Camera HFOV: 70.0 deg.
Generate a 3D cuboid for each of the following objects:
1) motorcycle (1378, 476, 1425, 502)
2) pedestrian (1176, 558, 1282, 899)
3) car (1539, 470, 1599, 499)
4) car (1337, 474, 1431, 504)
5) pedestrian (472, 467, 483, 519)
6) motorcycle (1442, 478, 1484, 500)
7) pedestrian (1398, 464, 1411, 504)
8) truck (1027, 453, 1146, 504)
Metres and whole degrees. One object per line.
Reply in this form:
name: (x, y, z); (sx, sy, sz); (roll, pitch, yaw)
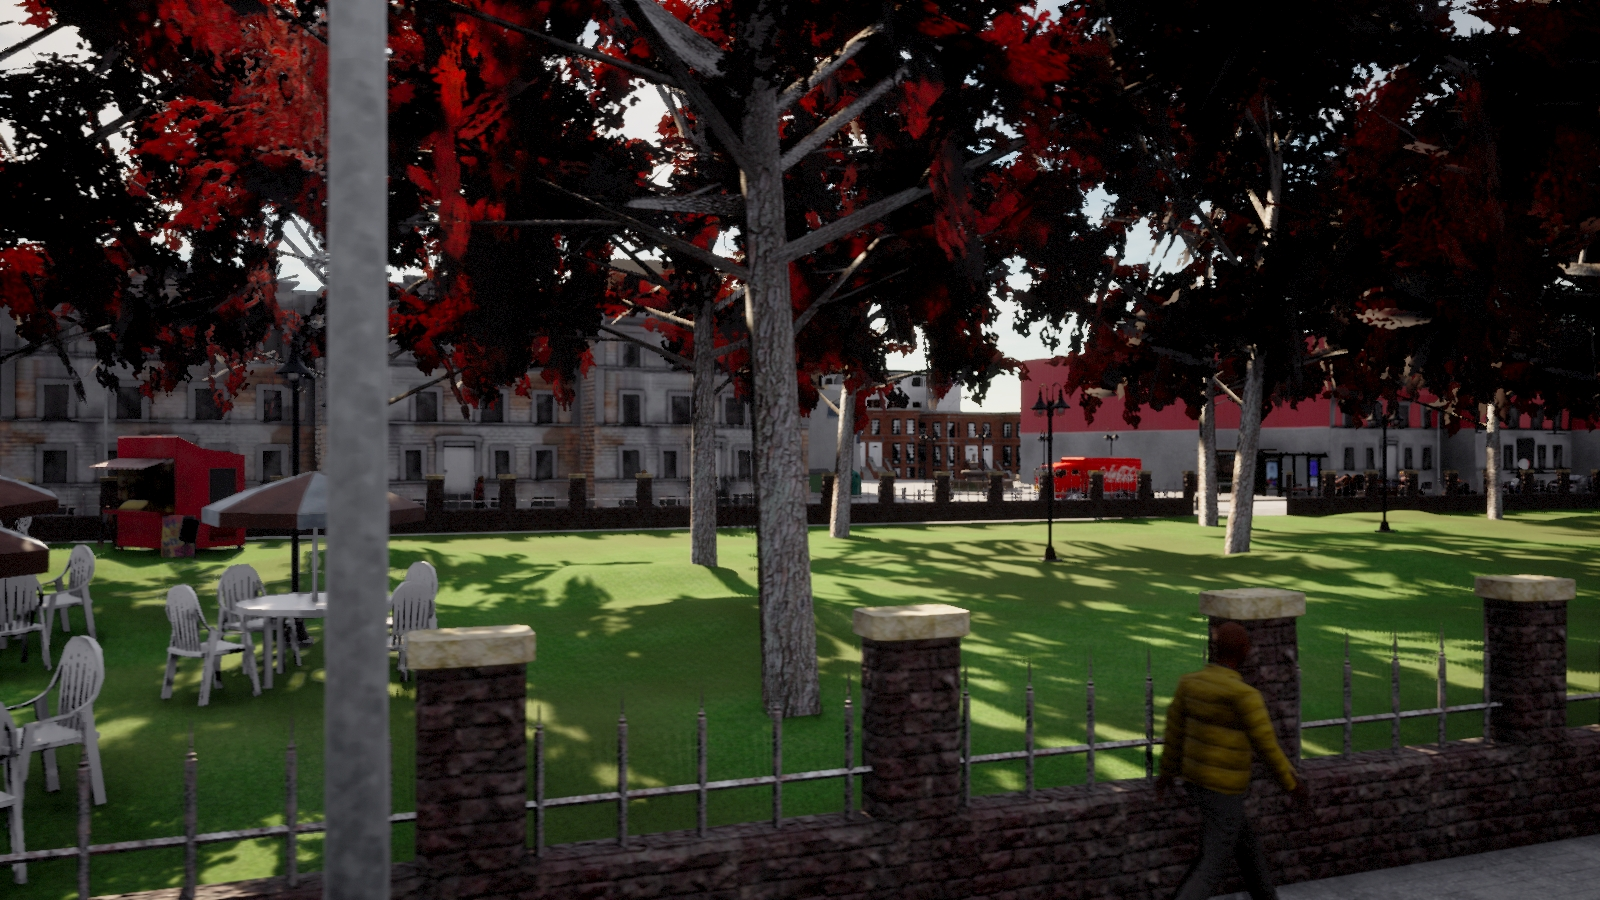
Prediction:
motorcycle: (31.139, 2.010, 59.121); (2.356, 1.277, 0.764); (0, 0, -20)
pedestrian: (2.290, 1.531, 6.115); (0.375, 1.860, 0.375); (0, 0, -20)
car: (44.048, 1.905, 63.796); (4.902, 1.511, 2.128); (0, 0, -20)
car: (29.984, 1.970, 58.698); (4.181, 1.385, 1.994); (-1, 0, -20)
pedestrian: (-11.488, 1.529, 40.673); (0.375, 1.860, 0.375); (0, 0, -16)
motorcycle: (35.143, 2.058, 60.588); (2.033, 1.145, 0.803); (0, 0, -20)
pedestrian: (27.960, 1.579, 52.847); (0.375, 1.860, 0.375); (0, 0, -20)
truck: (14.313, 1.388, 57.242); (5.204, 2.467, 2.627); (0, 0, -20)
